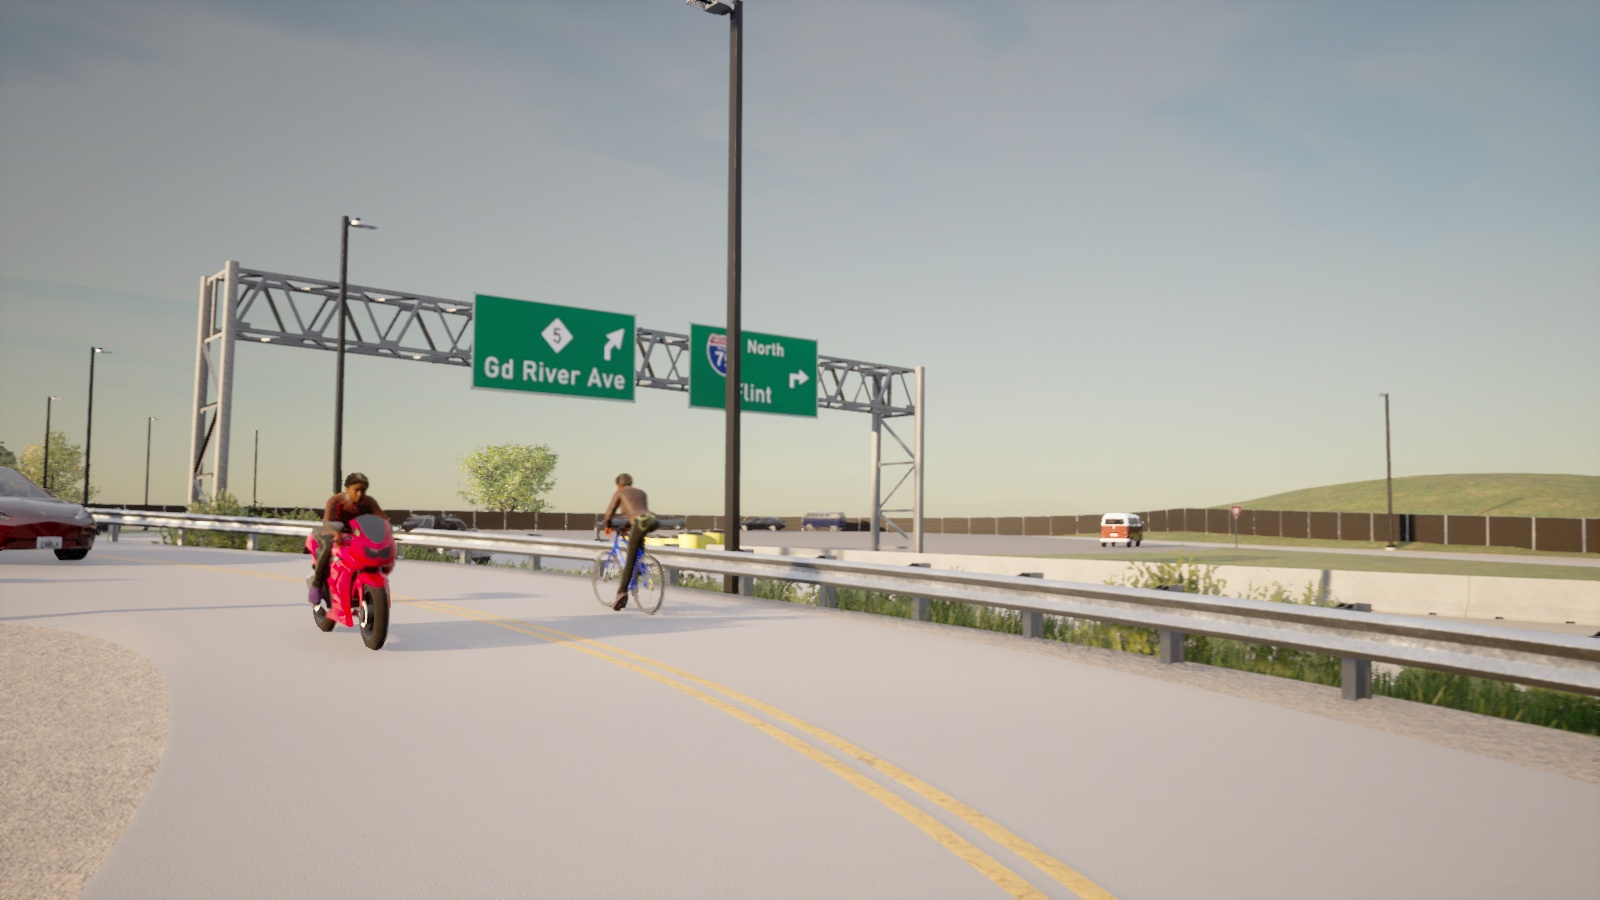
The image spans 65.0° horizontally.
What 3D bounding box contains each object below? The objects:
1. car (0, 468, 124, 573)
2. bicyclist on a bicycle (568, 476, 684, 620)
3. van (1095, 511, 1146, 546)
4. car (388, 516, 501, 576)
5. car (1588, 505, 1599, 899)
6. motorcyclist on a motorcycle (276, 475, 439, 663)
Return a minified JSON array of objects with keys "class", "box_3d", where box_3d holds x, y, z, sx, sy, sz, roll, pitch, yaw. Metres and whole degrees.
[{"class":"car","box_3d":[-13.038,1.012,19.438,4.792,1.488,2.163,1,-3,28]},{"class":"bicyclist on a bicycle","box_3d":[-2.089,1.124,14.915,0.582,1.620,1.656,3,-3,-38]},{"class":"van","box_3d":[19.537,4.759,76.480,2.069,2.038,4.480,-1,-3,26]},{"class":"car","box_3d":[-11.981,3.180,42.121,1.932,1.855,4.605,3,-4,-39]},{"class":"car","box_3d":[3.832,0.903,2.634,1.845,1.501,3.633,1,-2,-5]},{"class":"motorcyclist on a motorcycle","box_3d":[-4.027,0.998,11.324,0.797,1.523,2.044,2,-2,-36]}]
